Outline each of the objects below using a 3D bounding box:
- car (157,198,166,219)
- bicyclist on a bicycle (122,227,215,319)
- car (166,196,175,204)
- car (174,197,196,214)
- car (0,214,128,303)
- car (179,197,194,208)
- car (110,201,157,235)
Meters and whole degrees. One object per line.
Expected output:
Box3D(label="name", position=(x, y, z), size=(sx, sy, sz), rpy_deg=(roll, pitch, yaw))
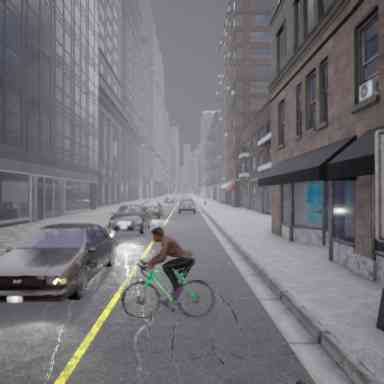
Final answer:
Box3D(label="car", position=(-3.579, 1.513, 29.353), size=(1.812, 1.442, 4.674), rpy_deg=(0, 0, 0))
Box3D(label="bicyclist on a bicycle", position=(-0.426, 1.440, 5.875), size=(1.656, 1.620, 0.582), rpy_deg=(-1, 0, -1))
Box3D(label="car", position=(-4.193, 1.509, 62.996), size=(1.812, 1.442, 4.674), rpy_deg=(0, 0, -1))
Box3D(label="car", position=(-0.537, 1.532, 35.823), size=(2.033, 1.411, 5.357), rpy_deg=(0, 0, -1))
Box3D(label="car", position=(-3.241, 1.545, 8.647), size=(2.033, 1.411, 5.357), rpy_deg=(0, 0, -1))
Box3D(label="car", position=(-0.776, 1.473, 48.587), size=(2.128, 1.511, 4.902), rpy_deg=(0, 0, -1))
Box3D(label="car", position=(-3.422, 1.485, 18.915), size=(2.128, 1.511, 4.902), rpy_deg=(0, 0, -1))
